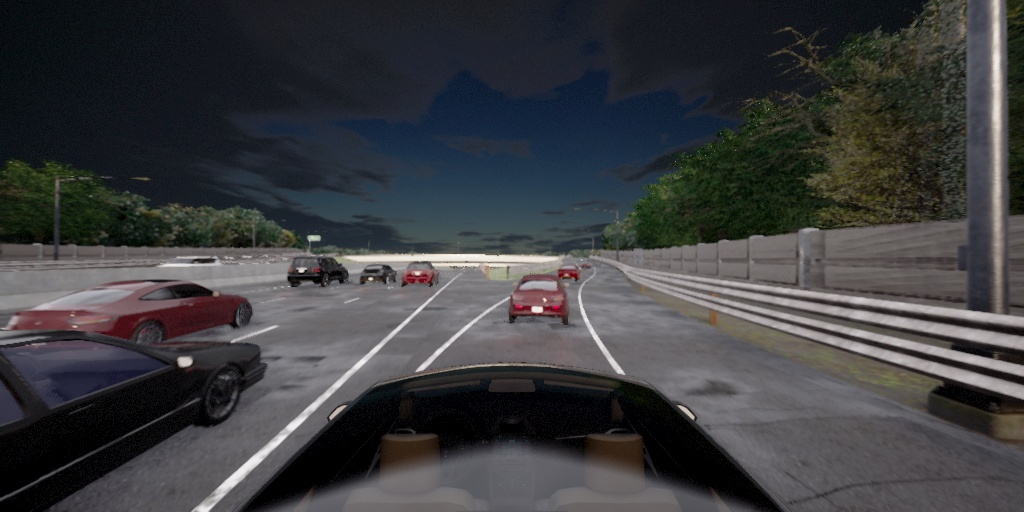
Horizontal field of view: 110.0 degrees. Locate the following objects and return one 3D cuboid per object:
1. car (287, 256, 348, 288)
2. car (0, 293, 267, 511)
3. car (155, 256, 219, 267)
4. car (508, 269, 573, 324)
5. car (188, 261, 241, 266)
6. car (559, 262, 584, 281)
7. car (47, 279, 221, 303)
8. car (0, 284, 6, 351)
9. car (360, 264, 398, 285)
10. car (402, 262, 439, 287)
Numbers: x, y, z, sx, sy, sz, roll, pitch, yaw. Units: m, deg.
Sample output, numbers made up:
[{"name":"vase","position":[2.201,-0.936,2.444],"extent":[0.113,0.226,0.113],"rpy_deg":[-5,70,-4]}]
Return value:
[{"name":"car","position":[-13.327,1.045,24.908],"extent":[2.150,2.045,5.566],"rpy_deg":[0,-1,-6]},{"name":"car","position":[-4.161,1.279,2.552],"extent":[2.033,1.411,5.357],"rpy_deg":[0,0,-6]},{"name":"car","position":[-28.245,1.034,31.460],"extent":[2.150,2.045,5.566],"rpy_deg":[0,-1,-6]},{"name":"car","position":[0.970,1.337,12.247],"extent":[1.812,1.442,4.674],"rpy_deg":[0,0,7]},{"name":"car","position":[-24.703,1.378,31.177],"extent":[2.033,1.411,5.357],"rpy_deg":[0,-1,-5]},{"name":"car","position":[5.359,1.518,33.538],"extent":[1.882,1.535,5.008],"rpy_deg":[-1,-1,15]},{"name":"car","position":[-8.147,1.255,8.253],"extent":[1.812,1.442,4.674],"rpy_deg":[0,0,-6]},{"name":"car","position":[-11.371,1.258,5.308],"extent":[1.994,1.385,4.181],"rpy_deg":[0,0,-6]},{"name":"car","position":[-10.052,1.375,27.317],"extent":[1.837,1.490,4.892],"rpy_deg":[0,-1,-6]},{"name":"car","position":[-6.492,1.227,25.895],"extent":[2.097,1.767,4.553],"rpy_deg":[0,-1,-6]}]
